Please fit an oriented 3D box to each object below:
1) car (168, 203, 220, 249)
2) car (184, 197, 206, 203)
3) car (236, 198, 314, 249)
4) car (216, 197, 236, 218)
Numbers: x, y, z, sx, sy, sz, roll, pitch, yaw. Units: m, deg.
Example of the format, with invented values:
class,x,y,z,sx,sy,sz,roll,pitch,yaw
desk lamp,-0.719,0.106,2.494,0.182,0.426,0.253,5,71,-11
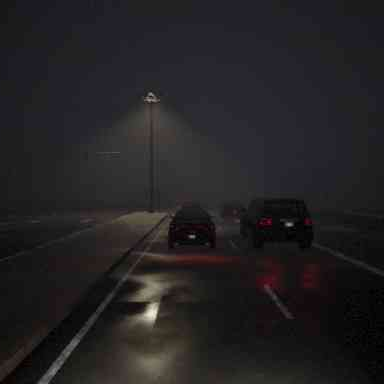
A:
class,x,y,z,sx,sy,sz,roll,pitch,yaw
car,0.000,1.483,14.618,1.882,1.535,5.008,0,0,0
car,0.000,1.483,29.618,1.882,1.535,5.008,0,0,0
car,3.500,1.256,14.648,2.150,2.045,5.566,0,0,0
car,3.500,1.483,29.618,1.882,1.535,5.008,0,0,0
